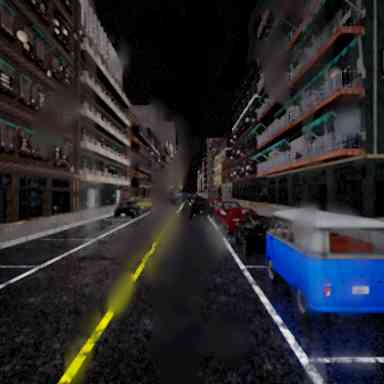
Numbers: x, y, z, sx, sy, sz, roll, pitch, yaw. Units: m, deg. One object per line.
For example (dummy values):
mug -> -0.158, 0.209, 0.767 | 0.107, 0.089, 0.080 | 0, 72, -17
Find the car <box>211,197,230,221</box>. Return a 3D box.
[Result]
car -> 2.690, 1.389, 24.061 | 1.967, 1.590, 4.097 | 0, 0, 0

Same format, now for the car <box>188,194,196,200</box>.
car -> -0.005, 1.270, 79.746 | 1.994, 1.385, 4.181 | 0, 0, 0

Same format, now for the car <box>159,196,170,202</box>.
car -> -5.693, 1.421, 69.156 | 1.802, 1.307, 4.206 | 0, 0, 0

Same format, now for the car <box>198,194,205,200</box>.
car -> 2.687, 1.305, 91.868 | 1.752, 1.417, 4.829 | 0, 0, 0

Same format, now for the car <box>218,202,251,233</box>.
car -> 2.691, 1.506, 18.425 | 1.887, 1.381, 4.507 | 0, 0, 0

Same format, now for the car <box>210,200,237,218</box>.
car -> 2.690, 1.487, 29.697 | 2.008, 1.369, 4.403 | 0, 0, 0

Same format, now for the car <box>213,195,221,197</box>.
car -> 2.691, 1.225, 40.970 | 2.192, 1.841, 5.009 | 0, 0, 0

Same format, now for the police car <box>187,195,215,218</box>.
police car -> 0.761, 1.361, 29.309 | 1.930, 1.638, 5.238 | 0, 0, 0

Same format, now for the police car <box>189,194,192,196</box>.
police car -> 0.898, 1.325, 45.304 | 1.930, 1.638, 5.238 | 0, 0, 0

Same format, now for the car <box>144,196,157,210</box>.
car -> -5.691, 1.436, 40.803 | 1.752, 1.417, 4.829 | 0, 0, 0

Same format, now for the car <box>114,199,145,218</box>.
car -> -5.691, 1.502, 29.700 | 1.947, 1.339, 4.313 | 0, 0, 0

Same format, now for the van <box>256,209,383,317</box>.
van -> 2.692, 1.327, 7.151 | 1.690, 1.788, 3.998 | 0, 0, 0

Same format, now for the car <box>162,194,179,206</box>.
car -> -3.077, 1.448, 51.522 | 1.994, 1.385, 4.181 | 0, 0, 0

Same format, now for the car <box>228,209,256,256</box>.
car -> 2.690, 1.540, 12.788 | 1.947, 1.339, 4.313 | 0, 0, 0

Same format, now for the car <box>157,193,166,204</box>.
car -> -5.692, 1.308, 57.883 | 1.967, 1.590, 4.097 | 0, 0, 0
